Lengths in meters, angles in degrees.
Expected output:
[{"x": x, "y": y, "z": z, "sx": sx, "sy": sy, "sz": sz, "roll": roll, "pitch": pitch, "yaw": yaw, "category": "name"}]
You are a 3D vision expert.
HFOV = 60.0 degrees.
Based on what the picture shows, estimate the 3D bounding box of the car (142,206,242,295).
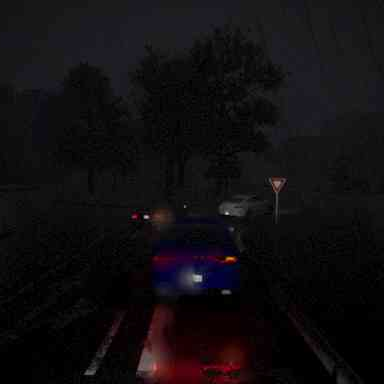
[{"x": 0.106, "y": 1.381, "z": 8.617, "sx": 1.882, "sy": 1.535, "sz": 5.008, "roll": 0, "pitch": 2, "yaw": 1, "category": "car"}]

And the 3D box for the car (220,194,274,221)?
[{"x": 3.463, "y": 0.842, "z": 20.940, "sx": 1.812, "sy": 1.442, "sz": 4.674, "roll": 4, "pitch": 6, "yaw": 39, "category": "car"}]

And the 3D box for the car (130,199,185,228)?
[{"x": -1.551, "y": 1.071, "z": 17.937, "sx": 2.033, "sy": 1.411, "sz": 5.357, "roll": 1, "pitch": 3, "yaw": 13, "category": "car"}]
